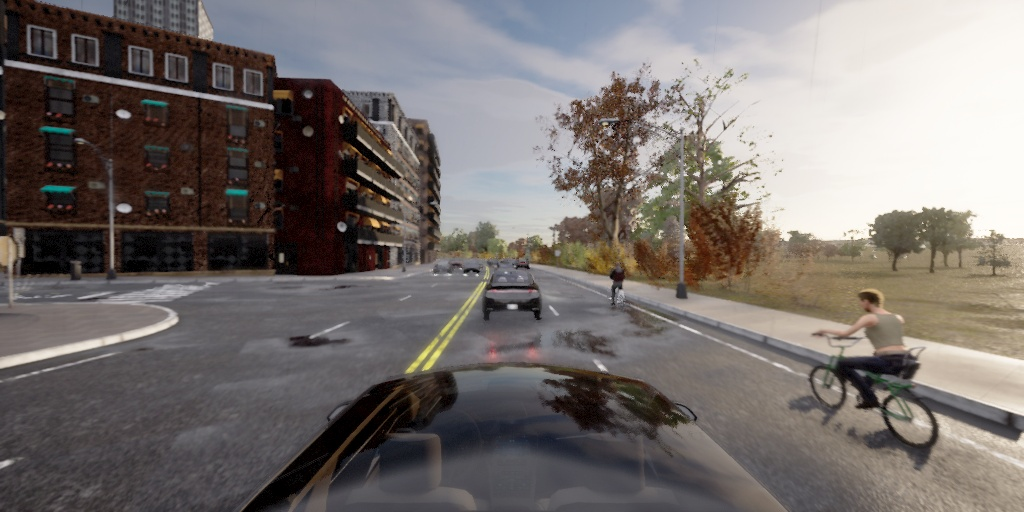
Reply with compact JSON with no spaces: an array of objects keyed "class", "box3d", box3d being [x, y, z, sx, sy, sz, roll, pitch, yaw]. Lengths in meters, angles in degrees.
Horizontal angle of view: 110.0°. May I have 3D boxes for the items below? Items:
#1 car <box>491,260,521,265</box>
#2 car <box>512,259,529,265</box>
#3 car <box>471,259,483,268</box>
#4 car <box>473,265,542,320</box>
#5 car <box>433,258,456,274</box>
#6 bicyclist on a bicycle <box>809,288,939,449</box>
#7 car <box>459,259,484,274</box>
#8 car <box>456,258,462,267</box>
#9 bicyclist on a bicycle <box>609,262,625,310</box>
[{"class":"car","box3d":[-0.561,1.297,30.633,1.994,1.385,4.181,0,0,-3]},{"class":"car","box3d":[1.409,1.211,52.636,1.837,1.490,4.892,0,-1,-4]},{"class":"car","box3d":[-5.805,1.214,59.718,1.837,1.490,4.892,0,0,-4]},{"class":"car","box3d":[-0.018,1.236,12.675,2.128,1.511,4.902,0,0,-1]},{"class":"car","box3d":[-7.756,1.258,40.694,1.812,1.442,4.674,0,0,-3]},{"class":"bicyclist on a bicycle","box3d":[4.151,1.183,4.236,0.866,1.612,1.509,0,0,-1]},{"class":"car","box3d":[-4.513,1.276,40.969,2.033,1.411,5.357,0,0,-3]},{"class":"car","box3d":[-8.992,1.066,58.714,2.097,1.767,4.553,0,0,-4]},{"class":"bicyclist on a bicycle","box3d":[4.010,1.111,13.812,0.659,1.776,1.843,0,0,-1]}]
